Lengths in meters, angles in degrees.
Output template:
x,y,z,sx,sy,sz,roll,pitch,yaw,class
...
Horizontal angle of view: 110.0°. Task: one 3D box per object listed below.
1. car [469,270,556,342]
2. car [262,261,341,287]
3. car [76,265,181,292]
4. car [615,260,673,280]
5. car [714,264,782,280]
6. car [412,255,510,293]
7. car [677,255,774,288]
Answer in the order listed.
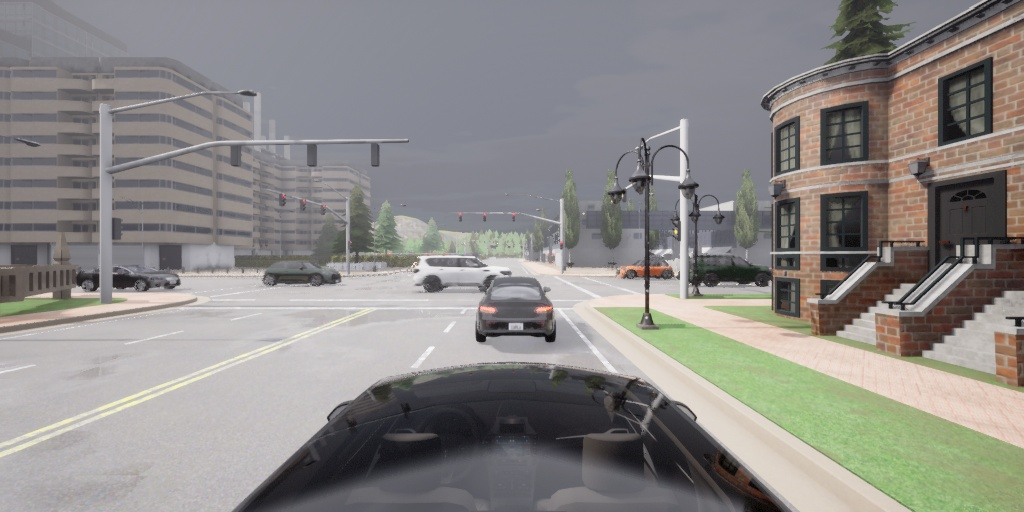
x,y,z,sx,sy,sz,roll,pitch,yaw,class
0.088,1.276,9.617,1.812,1.442,4.674,0,0,0,car
-13.963,1.101,24.033,4.553,1.767,2.097,0,0,1,car
-21.904,1.241,20.578,4.902,1.511,2.128,0,0,0,car
11.326,1.102,30.897,4.553,1.767,2.097,0,0,-1,car
20.318,1.351,31.029,4.718,1.301,1.895,0,0,-2,car
-2.719,0.974,20.193,5.566,2.045,2.150,0,0,1,car
14.116,0.971,23.662,5.566,2.045,2.150,0,0,0,car
